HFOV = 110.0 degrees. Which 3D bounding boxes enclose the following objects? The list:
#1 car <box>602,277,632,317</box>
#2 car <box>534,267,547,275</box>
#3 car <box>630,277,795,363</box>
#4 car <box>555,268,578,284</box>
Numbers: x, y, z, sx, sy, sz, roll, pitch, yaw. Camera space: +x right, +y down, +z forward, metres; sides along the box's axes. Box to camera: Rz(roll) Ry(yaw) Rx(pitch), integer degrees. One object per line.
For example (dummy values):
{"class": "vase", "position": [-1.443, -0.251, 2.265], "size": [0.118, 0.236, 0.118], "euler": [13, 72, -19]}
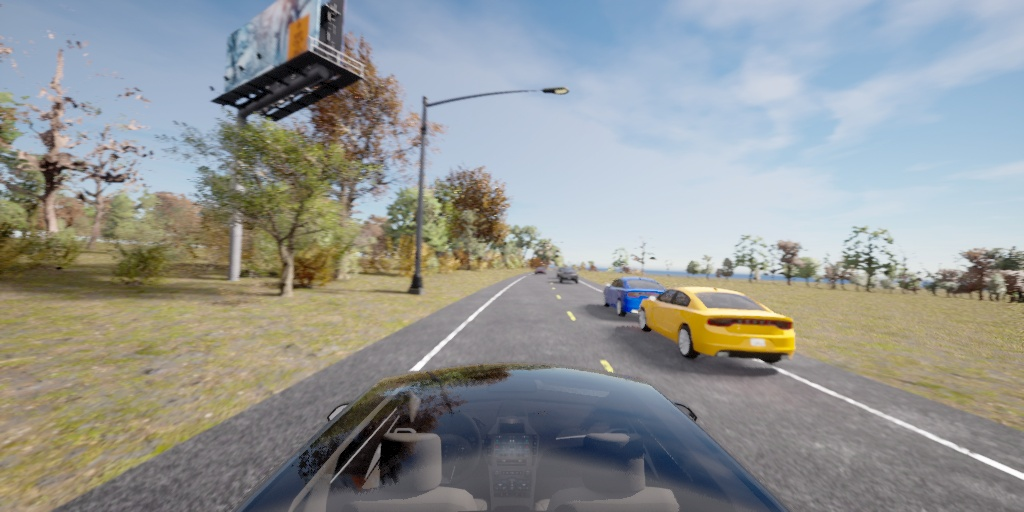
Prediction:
{"class": "car", "position": [5.155, 1.626, 15.225], "size": [1.882, 1.535, 5.008], "euler": [2, -1, 4]}
{"class": "car", "position": [4.931, 2.555, 61.467], "size": [1.994, 1.385, 4.181], "euler": [2, -1, 7]}
{"class": "car", "position": [4.794, 1.523, 9.257], "size": [1.882, 1.535, 5.008], "euler": [2, -1, 3]}
{"class": "car", "position": [5.930, 2.068, 37.869], "size": [2.128, 1.511, 4.902], "euler": [2, -1, 6]}
